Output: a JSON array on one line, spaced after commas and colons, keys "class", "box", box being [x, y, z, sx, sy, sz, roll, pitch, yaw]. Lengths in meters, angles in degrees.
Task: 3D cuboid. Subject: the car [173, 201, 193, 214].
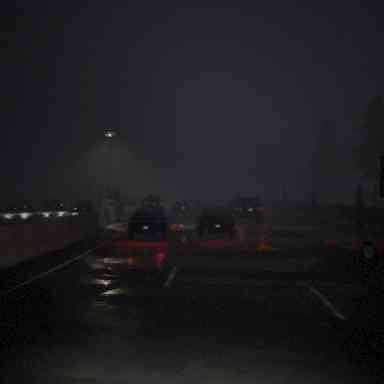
[{"class": "car", "box": [-1.313, 1.727, 38.387, 1.994, 1.385, 4.181, 1, 0, -12]}]

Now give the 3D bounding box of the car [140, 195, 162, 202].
[{"class": "car", "box": [-4.462, 1.348, 36.669, 2.150, 2.045, 5.566, 1, 0, -12]}]

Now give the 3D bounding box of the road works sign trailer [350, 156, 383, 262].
[{"class": "road works sign trailer", "box": [7.193, 0.579, 10.651, 2.380, 3.560, 2.880, 1, 0, -17]}]

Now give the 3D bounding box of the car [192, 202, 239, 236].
[{"class": "car", "box": [1.216, 1.577, 19.195, 1.882, 1.535, 5.008, 1, 0, -2]}]

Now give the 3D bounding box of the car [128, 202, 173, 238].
[{"class": "car", "box": [-2.246, 1.540, 18.183, 1.882, 1.535, 5.008, 1, 0, -1]}]

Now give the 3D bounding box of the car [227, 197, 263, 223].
[{"class": "car", "box": [4.070, 1.385, 27.020, 2.150, 2.045, 5.566, 1, 0, -5]}]

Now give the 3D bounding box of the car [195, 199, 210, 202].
[{"class": "car", "box": [1.296, 1.682, 42.334, 1.882, 1.535, 5.008, 1, 0, -14]}]
